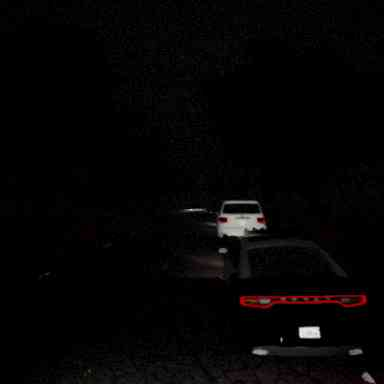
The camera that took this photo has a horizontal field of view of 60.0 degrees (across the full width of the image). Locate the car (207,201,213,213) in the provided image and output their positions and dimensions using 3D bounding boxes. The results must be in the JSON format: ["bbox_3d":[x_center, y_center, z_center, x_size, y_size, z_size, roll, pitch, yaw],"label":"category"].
[{"bbox_3d":[2.992,1.991,43.149,1.994,1.385,4.181,-1,-1,5],"label":"car"}]

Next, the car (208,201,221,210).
[{"bbox_3d":[3.802,2.192,56.154,1.994,1.385,4.181,-1,-1,4],"label":"car"}]

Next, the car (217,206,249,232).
[{"bbox_3d":[2.664,1.722,22.463,1.837,1.490,4.892,-1,-1,4],"label":"car"}]

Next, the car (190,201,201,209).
[{"bbox_3d":[0.645,2.366,60.507,1.895,1.301,4.718,-1,-1,4],"label":"car"}]

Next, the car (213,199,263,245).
[{"bbox_3d":[2.267,1.365,16.497,2.150,2.045,5.566,-1,-1,4],"label":"car"}]

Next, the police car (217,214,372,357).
[{"bbox_3d":[1.582,1.503,6.590,1.930,1.638,5.238,-2,0,4],"label":"police car"}]
